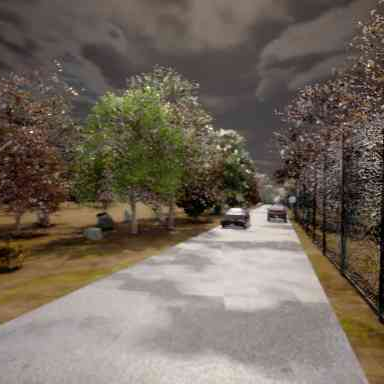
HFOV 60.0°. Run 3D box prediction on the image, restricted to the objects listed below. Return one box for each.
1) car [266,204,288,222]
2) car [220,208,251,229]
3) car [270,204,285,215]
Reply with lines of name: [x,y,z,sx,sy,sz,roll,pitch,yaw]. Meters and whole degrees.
car: [8.751,2.187,34.264,1.837,1.490,4.892,2,-1,15]
car: [3.479,1.949,25.703,2.033,1.411,5.357,2,-1,15]
car: [12.986,2.561,50.510,2.033,1.411,5.357,2,-1,15]
